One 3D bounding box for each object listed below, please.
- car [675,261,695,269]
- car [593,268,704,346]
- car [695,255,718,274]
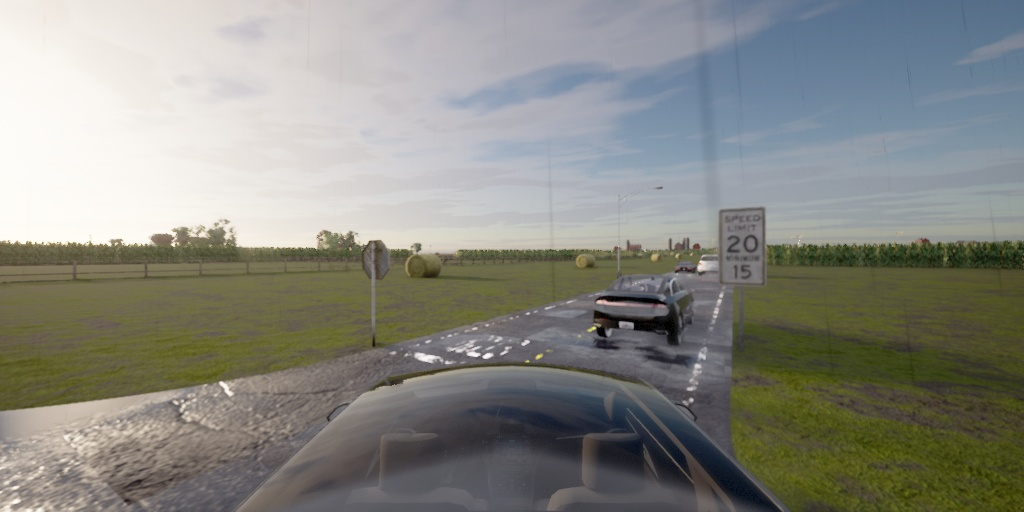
[{"bbox_3d":[19.856,1.267,40.943,1.994,1.385,4.181,0,0,32],"label":"car"},{"bbox_3d":[3.670,1.238,9.566,2.128,1.511,4.902,0,0,32],"label":"car"},{"bbox_3d":[20.150,0.931,36.093,2.150,2.045,5.566,0,0,33],"label":"car"}]
